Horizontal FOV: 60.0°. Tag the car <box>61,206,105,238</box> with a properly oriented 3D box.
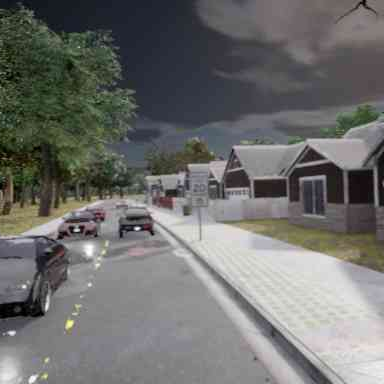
[{"bbox_3d":[-6.168,1.755,18.593,1.994,1.385,4.181,-2,0,-12],"label":"car"}]

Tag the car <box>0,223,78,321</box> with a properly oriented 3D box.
[{"bbox_3d":[-3.998,1.690,7.407,1.994,1.385,4.181,-2,0,-10],"label":"car"}]

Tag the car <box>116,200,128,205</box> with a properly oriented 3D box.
[{"bbox_3d":[-11.212,1.946,53.534,1.895,1.301,4.718,-2,0,-13],"label":"car"}]

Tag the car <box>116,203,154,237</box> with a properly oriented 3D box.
[{"bbox_3d":[-3.255,1.598,19.079,1.837,1.490,4.892,-2,0,-12],"label":"car"}]
